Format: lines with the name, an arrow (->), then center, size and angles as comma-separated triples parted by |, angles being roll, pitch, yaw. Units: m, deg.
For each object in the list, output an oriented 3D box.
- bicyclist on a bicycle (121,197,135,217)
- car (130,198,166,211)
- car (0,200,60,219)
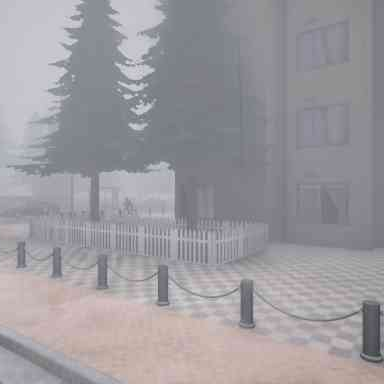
bicyclist on a bicycle -> -5.388, 1.285, 27.873 | 1.656, 1.620, 0.582 | 0, 0, 37
car -> -5.315, 1.462, 40.325 | 1.882, 1.535, 5.008 | 0, 0, 37
car -> -13.994, 1.476, 28.913 | 2.128, 1.511, 4.902 | 0, 0, 37
